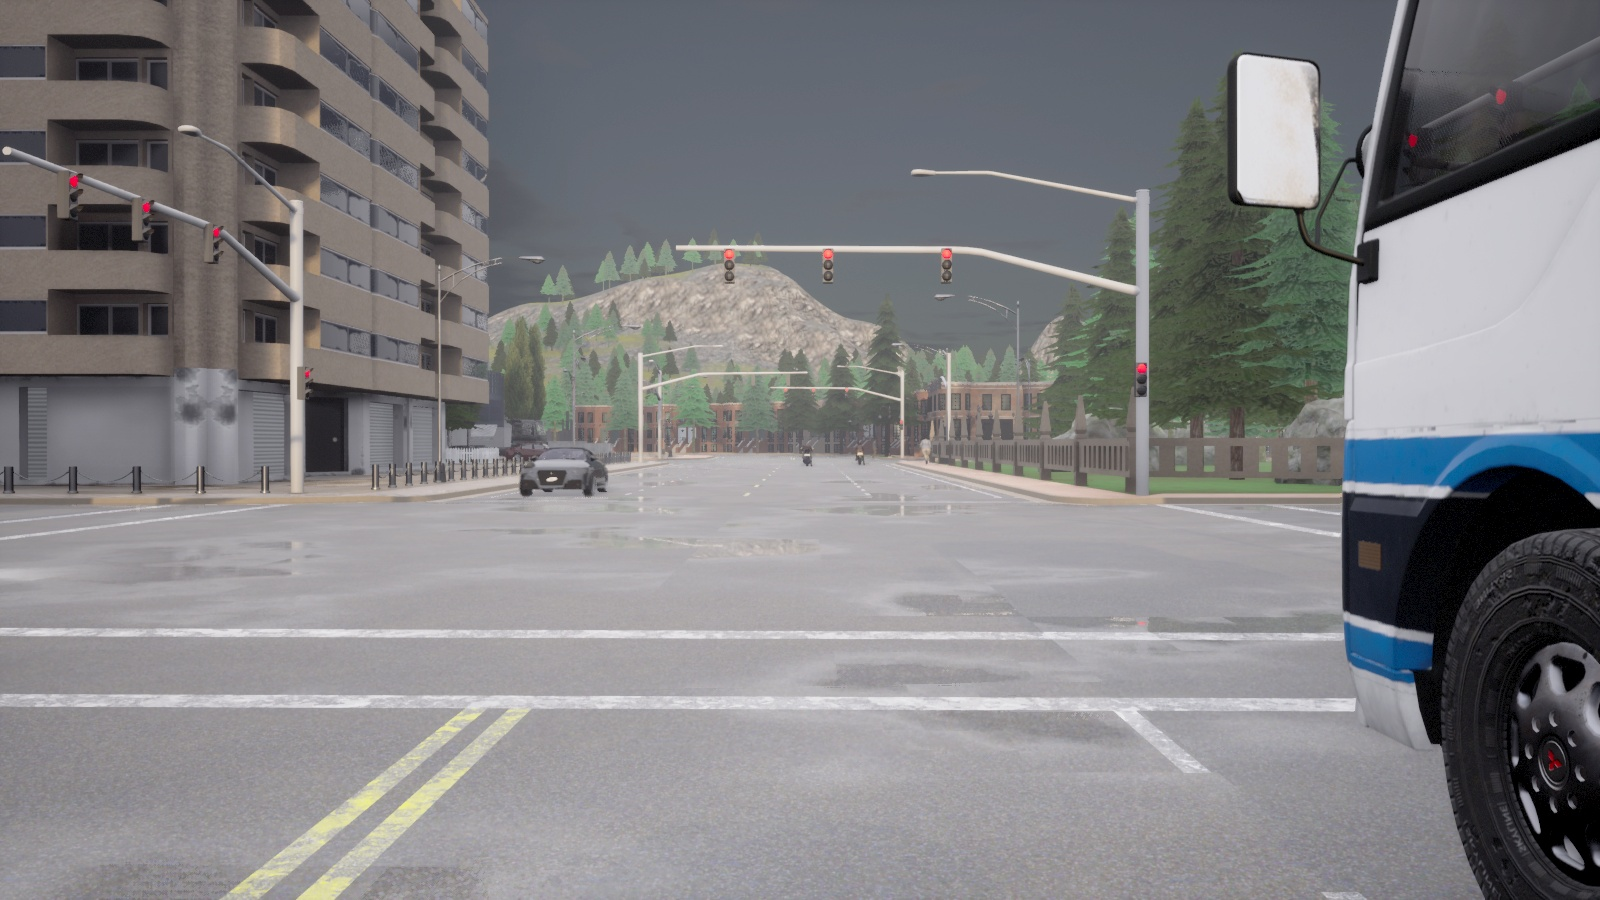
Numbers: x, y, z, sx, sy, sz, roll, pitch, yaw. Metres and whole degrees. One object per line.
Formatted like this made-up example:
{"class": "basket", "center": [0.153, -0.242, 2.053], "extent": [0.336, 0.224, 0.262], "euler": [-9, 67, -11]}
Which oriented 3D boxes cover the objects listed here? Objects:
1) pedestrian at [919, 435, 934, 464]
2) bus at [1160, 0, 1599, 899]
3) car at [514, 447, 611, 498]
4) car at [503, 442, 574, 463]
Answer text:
{"class": "pedestrian", "center": [7.930, -0.034, 78.960], "extent": [0.874, 1.855, 0.900], "euler": [0, 0, 2]}
{"class": "bus", "center": [3.518, -0.629, 0.342], "extent": [3.944, 4.253, 10.273], "euler": [0, 0, 0]}
{"class": "car", "center": [-6.786, 0.600, 36.316], "extent": [1.994, 1.385, 4.181], "euler": [0, 0, 1]}
{"class": "car", "center": [-19.808, 0.170, 95.341], "extent": [5.008, 1.535, 1.882], "euler": [0, 0, 0]}
